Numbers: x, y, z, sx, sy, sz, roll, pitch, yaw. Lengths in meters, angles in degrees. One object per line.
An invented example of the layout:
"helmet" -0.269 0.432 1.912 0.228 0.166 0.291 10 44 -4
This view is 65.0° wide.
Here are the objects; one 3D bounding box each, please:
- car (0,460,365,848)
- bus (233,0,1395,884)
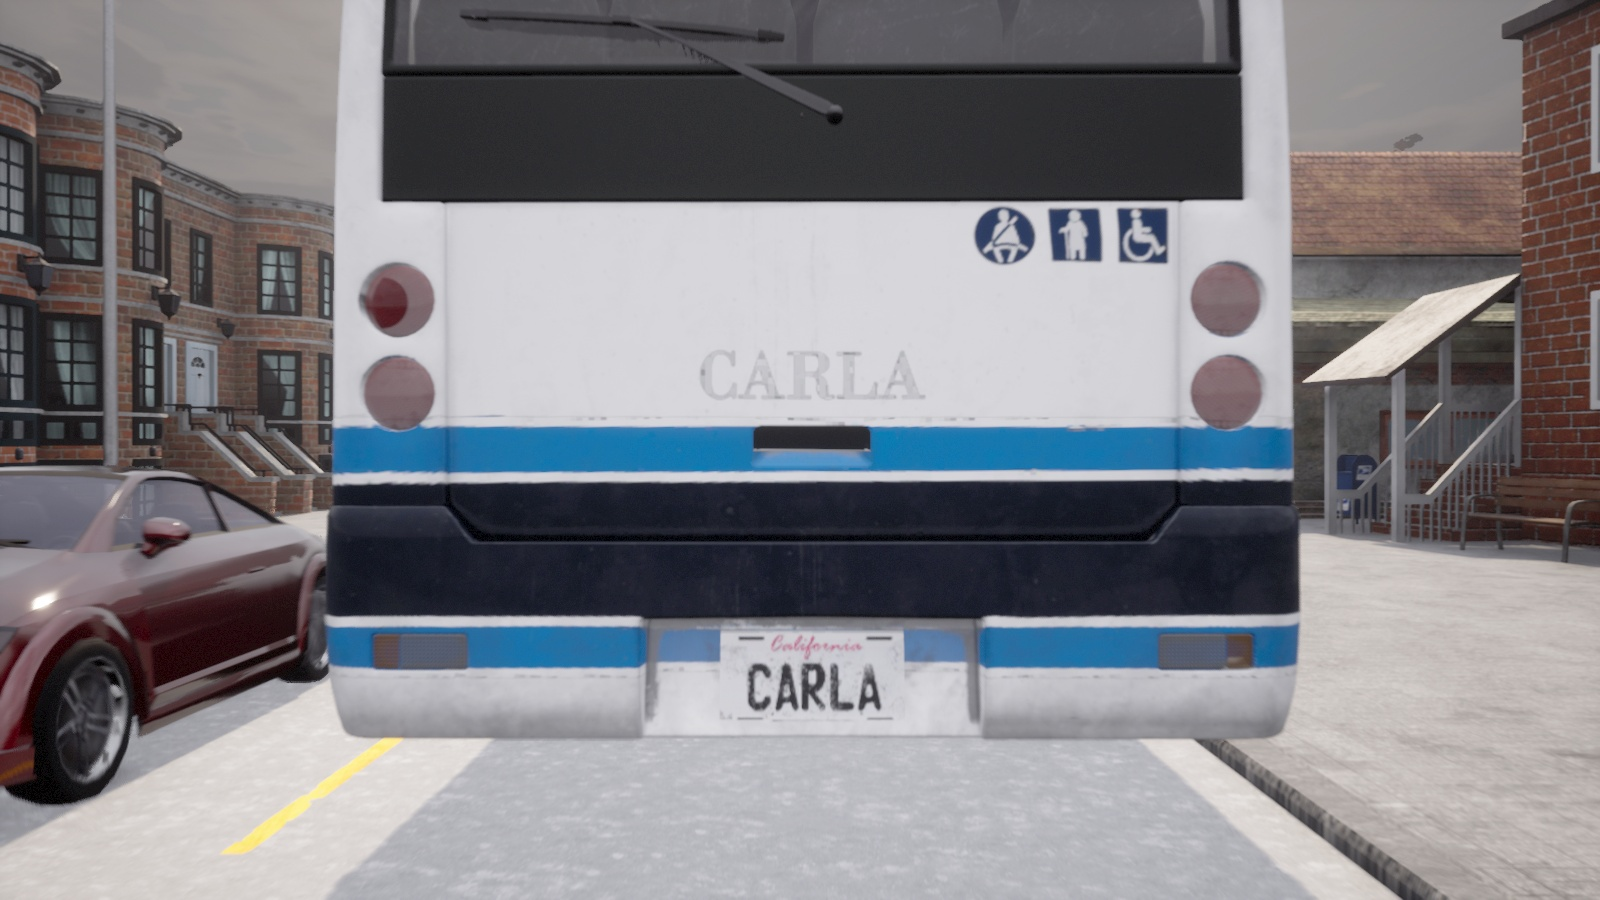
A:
"car" -3.949 0.771 6.399 1.994 1.385 4.181 0 0 0
"bus" 0.069 -0.683 9.405 3.944 4.253 10.273 0 0 0
